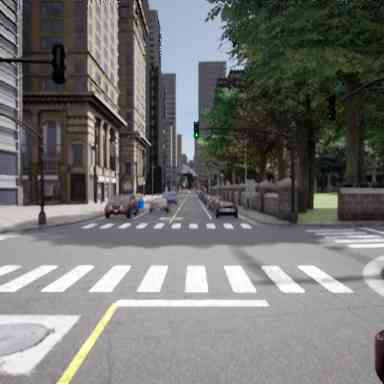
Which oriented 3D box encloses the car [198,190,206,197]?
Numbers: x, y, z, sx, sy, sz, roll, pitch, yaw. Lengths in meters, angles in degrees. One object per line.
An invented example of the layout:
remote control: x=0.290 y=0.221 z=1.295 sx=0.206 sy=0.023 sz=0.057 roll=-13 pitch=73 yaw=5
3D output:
car: x=2.742 y=0.832 z=65.619 sx=2.192 sy=1.841 sz=5.009 roll=0 pitch=0 yaw=0

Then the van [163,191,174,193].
van: x=-5.787 y=0.767 z=76.476 sx=1.690 sy=1.788 sz=3.998 roll=0 pitch=0 yaw=0

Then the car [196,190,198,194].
car: x=2.737 y=0.695 z=81.879 sx=2.192 sy=1.841 sz=5.009 roll=0 pitch=0 yaw=0

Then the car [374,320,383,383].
car: x=2.763 y=1.307 z=1.120 sx=2.192 sy=1.841 sz=5.009 roll=0 pitch=0 yaw=0

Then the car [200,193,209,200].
car: x=2.740 y=0.995 z=71.211 sx=1.752 sy=1.417 sz=4.829 roll=0 pitch=0 yaw=0

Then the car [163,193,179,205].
car: x=-3.092 y=1.249 z=49.331 sx=1.895 sy=1.301 sz=4.718 roll=0 pitch=0 yaw=0

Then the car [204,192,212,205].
car: x=2.751 y=1.171 z=38.519 sx=1.967 sy=1.590 sz=4.097 roll=0 pitch=0 yaw=0

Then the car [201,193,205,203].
car: x=2.747 y=1.230 z=49.360 sx=1.802 sy=1.307 sz=4.206 roll=0 pitch=0 yaw=0

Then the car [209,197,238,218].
car: x=2.754 y=1.376 z=27.679 sx=1.947 sy=1.339 sz=4.313 roll=0 pitch=0 yaw=0

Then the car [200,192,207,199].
car: x=2.745 y=1.150 z=54.780 sx=1.887 sy=1.381 sz=4.507 roll=0 pitch=0 yaw=0

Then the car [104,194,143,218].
car: x=-5.771 y=1.125 z=27.694 sx=2.192 sy=1.841 sz=5.009 roll=0 pitch=0 yaw=0

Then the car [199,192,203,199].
car: x=2.743 y=1.127 z=60.201 sx=1.947 sy=1.339 sz=4.313 roll=0 pitch=0 yaw=0

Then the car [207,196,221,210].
car: x=2.752 y=1.353 z=33.099 sx=1.802 sy=1.307 sz=4.206 roll=0 pitch=0 yaw=0

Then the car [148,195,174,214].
car: x=-3.099 y=1.300 z=32.675 sx=1.812 sy=1.442 sz=4.674 roll=0 pitch=0 yaw=0
